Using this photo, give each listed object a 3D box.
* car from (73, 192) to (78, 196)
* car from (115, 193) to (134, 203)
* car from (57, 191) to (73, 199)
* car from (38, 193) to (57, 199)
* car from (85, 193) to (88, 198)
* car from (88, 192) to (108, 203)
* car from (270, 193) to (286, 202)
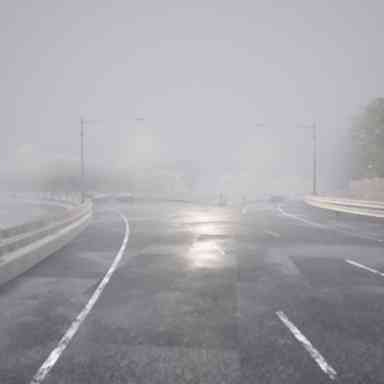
[{"bbox_3d":[-30.493,0.643,83.233,4.181,1.385,1.994,0,1,40],"label":"car"},{"bbox_3d":[-10.750,0.938,53.083,1.882,1.535,5.008,0,1,-29],"label":"car"},{"bbox_3d":[-31.036,0.669,78.947,4.553,1.767,2.097,0,1,43],"label":"car"},{"bbox_3d":[-33.807,0.884,76.761,4.674,1.442,1.812,0,1,43],"label":"car"},{"bbox_3d":[-23.247,0.802,76.049,2.128,1.511,4.902,-1,1,-45],"label":"car"},{"bbox_3d":[-14.659,1.019,52.862,1.812,1.442,4.674,-1,1,-31],"label":"car"},{"bbox_3d":[13.250,0.827,51.156,1.812,1.442,4.674,0,1,24],"label":"car"}]
